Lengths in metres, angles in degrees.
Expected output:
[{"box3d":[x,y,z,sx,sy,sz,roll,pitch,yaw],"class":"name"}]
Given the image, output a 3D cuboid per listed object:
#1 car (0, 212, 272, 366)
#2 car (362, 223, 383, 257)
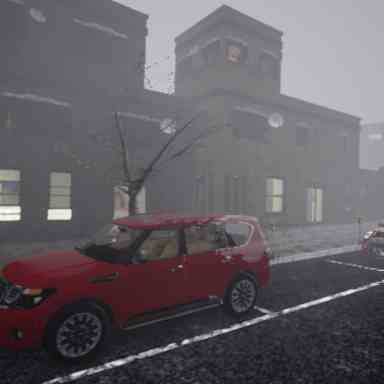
[{"box3d":[-0.695,1.341,6.042,5.009,1.841,2.192,1,1,-36],"class":"car"},{"box3d":[8.104,1.567,12.327,4.097,1.590,1.967,1,1,-36],"class":"car"}]
